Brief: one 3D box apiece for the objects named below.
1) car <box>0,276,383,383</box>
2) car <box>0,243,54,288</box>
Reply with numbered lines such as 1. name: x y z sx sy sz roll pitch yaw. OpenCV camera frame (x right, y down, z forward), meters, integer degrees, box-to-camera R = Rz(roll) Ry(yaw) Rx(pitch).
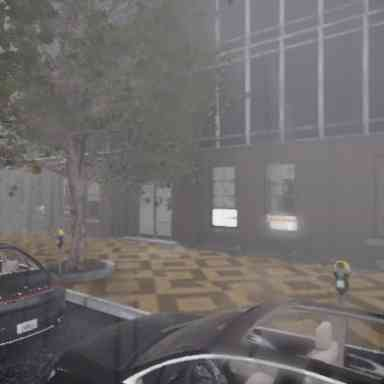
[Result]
1. car: 0.672 1.551 2.396 4.403 1.369 2.008 0 0 35
2. car: -3.963 1.552 5.701 4.403 1.369 2.008 0 0 35
